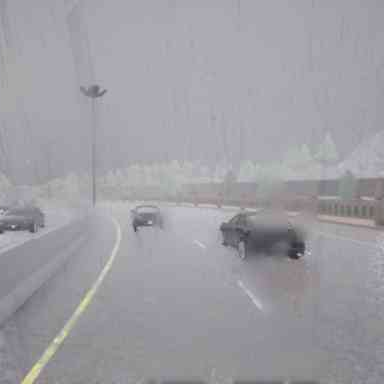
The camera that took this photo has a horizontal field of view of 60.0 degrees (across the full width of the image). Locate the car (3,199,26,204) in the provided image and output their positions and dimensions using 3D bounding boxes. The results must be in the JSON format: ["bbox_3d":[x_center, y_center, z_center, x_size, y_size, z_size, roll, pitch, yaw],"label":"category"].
[{"bbox_3d":[-22.284,1.686,41.323,2.128,1.511,4.902,-1,0,-29],"label":"car"}]

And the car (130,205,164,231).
[{"bbox_3d":[-2.876,1.544,20.989,1.812,1.442,4.674,0,0,-13],"label":"car"}]

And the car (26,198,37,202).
[{"bbox_3d":[-27.710,1.783,57.066,2.033,1.411,5.357,-1,0,-32],"label":"car"}]

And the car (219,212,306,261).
[{"bbox_3d":[2.358,1.461,12.353,1.882,1.535,5.008,0,0,-8],"label":"car"}]

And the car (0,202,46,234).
[{"bbox_3d":[-9.999,1.578,19.846,1.837,1.490,4.892,0,0,-14],"label":"car"}]
